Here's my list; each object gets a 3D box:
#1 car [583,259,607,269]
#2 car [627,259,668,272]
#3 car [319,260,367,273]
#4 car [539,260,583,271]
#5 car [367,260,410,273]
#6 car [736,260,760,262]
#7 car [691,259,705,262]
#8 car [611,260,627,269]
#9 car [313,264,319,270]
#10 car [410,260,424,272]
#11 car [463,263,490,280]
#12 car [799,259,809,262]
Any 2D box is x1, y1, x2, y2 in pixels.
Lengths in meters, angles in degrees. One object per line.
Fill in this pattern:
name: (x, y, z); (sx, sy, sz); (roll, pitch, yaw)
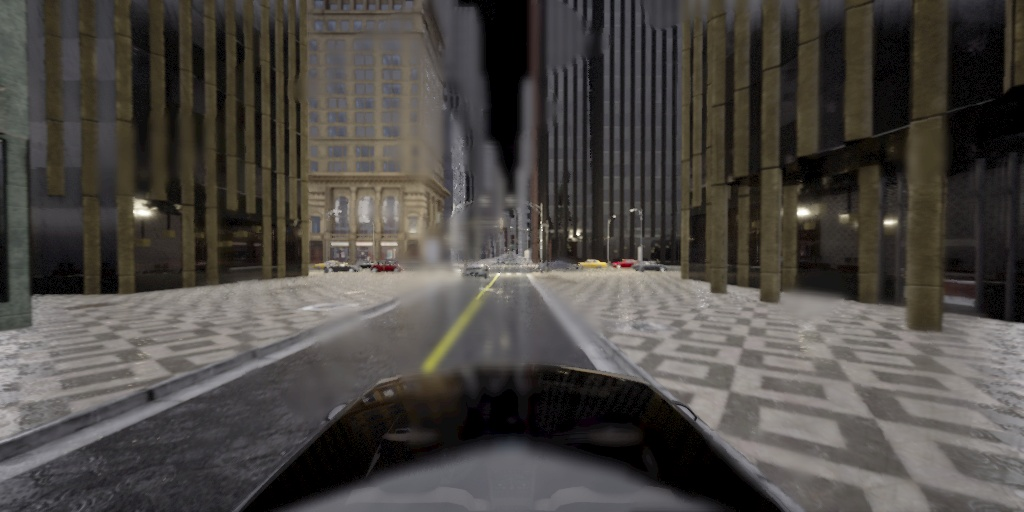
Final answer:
car: (11.596, 1.178, 53.290); (4.829, 1.417, 1.751); (0, 0, 0)
car: (17.164, 1.318, 44.784); (4.403, 1.370, 2.007); (0, 0, 0)
car: (-20.996, 1.437, 44.663); (4.403, 1.370, 2.007); (0, 0, 0)
car: (6.221, 1.300, 47.506); (5.357, 1.411, 2.033); (0, 1, 0)
car: (-15.326, 1.305, 44.681); (4.097, 1.591, 1.967); (0, 0, 0)
car: (27.962, 1.291, 44.818); (4.507, 1.381, 1.888); (0, 0, 0)
car: (27.666, 1.185, 53.341); (4.313, 1.339, 1.948); (0, 0, 0)
car: (17.066, 1.185, 53.308); (4.507, 1.381, 1.888); (0, 0, 0)
car: (-26.830, 1.310, 53.169); (4.829, 1.417, 1.751); (0, 0, 0)
car: (-14.503, 1.391, 47.442); (4.674, 1.442, 1.812); (1, 1, 0)
car: (-3.048, 1.314, 31.463); (1.994, 1.385, 4.181); (0, 0, 1)
car: (38.760, 1.311, 44.853); (4.207, 1.307, 1.802); (0, 0, 0)
